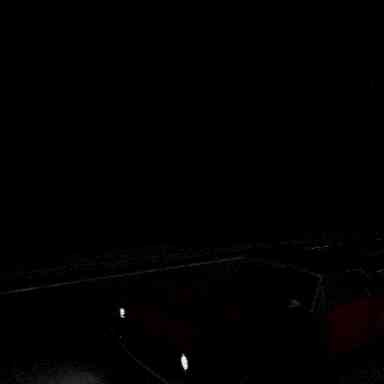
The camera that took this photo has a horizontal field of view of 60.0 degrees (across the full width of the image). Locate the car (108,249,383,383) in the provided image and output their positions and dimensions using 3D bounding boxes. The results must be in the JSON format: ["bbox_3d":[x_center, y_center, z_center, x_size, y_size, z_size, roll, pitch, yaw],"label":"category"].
[{"bbox_3d":[1.318,1.594,4.731,4.718,1.301,1.895,0,0,-34],"label":"car"}]
